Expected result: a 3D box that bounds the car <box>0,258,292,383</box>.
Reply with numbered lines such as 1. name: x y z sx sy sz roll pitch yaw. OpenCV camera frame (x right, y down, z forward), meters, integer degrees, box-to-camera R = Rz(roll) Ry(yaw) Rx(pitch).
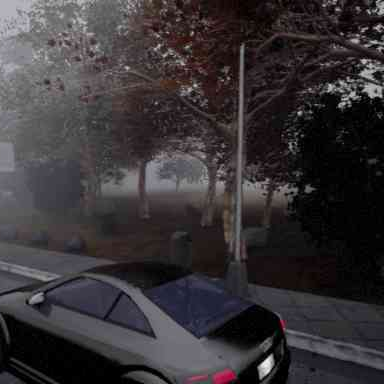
1. car: -0.942 1.589 4.235 4.181 1.385 1.994 -1 0 36
